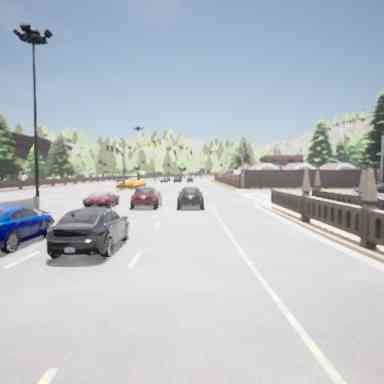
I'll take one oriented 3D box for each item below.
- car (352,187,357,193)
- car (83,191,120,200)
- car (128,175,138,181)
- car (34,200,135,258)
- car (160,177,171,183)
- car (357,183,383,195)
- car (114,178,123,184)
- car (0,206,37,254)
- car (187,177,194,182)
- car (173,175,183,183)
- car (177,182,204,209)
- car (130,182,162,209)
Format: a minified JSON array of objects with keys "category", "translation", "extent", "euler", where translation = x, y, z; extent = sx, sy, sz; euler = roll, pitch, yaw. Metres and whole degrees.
[{"category":"car","translation":[24.035,-0.461,44.442],"extent":[4.718,1.301,1.895],"euler":[0,3,2]},{"category":"car","translation":[-7.109,0.583,26.629],"extent":[1.895,1.301,4.718],"euler":[0,3,0]},{"category":"car","translation":[-14.448,-3.079,82.737],"extent":[2.150,2.045,5.566],"euler":[0,3,0]},{"category":"car","translation":[-3.525,1.307,11.988],"extent":[1.837,1.490,4.892],"euler":[0,3,0]},{"category":"car","translation":[-7.489,-3.138,89.915],"extent":[1.895,1.301,4.718],"euler":[0,3,0]},{"category":"car","translation":[23.700,-0.365,40.953],"extent":[4.902,1.511,2.128],"euler":[0,3,2]},{"category":"car","translation":[-17.948,-2.708,82.738],"extent":[1.895,1.301,4.718],"euler":[0,3,0]},{"category":"car","translation":[-7.022,1.247,12.694],"extent":[1.882,1.535,5.008],"euler":[0,3,0]},{"category":"car","translation":[-0.486,-3.215,89.503],"extent":[1.837,1.490,4.892],"euler":[0,3,0]},{"category":"car","translation":[-3.986,-3.236,89.482],"extent":[1.882,1.535,5.008],"euler":[0,3,0]},{"category":"car","translation":[-0.108,0.321,26.831],"extent":[2.097,1.767,4.553],"euler":[0,3,0]},{"category":"car","translation":[-3.607,0.322,26.809],"extent":[2.097,1.767,4.553],"euler":[0,3,0]}]
